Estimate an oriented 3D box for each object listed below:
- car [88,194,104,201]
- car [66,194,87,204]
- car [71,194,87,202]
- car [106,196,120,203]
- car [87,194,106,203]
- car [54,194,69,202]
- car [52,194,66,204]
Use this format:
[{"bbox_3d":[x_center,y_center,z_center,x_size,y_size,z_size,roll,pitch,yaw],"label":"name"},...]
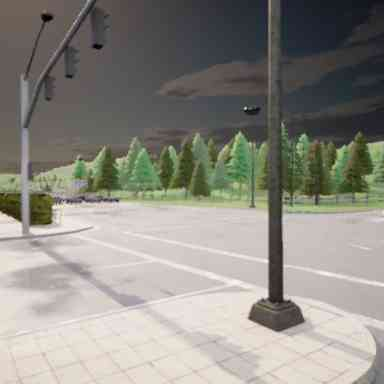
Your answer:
[{"bbox_3d":[-20.854,1.132,71.930,1.882,1.535,5.008,-1,0,-35],"label":"car"},{"bbox_3d":[-21.412,1.365,60.408,2.128,1.511,4.902,-1,0,-35],"label":"car"},{"bbox_3d":[-23.736,1.179,69.944,1.837,1.490,4.892,-1,0,-35],"label":"car"},{"bbox_3d":[-15.665,1.423,64.406,1.895,1.301,4.718,-1,0,-35],"label":"car"},{"bbox_3d":[-18.531,1.339,62.395,2.128,1.511,4.902,-1,0,-35],"label":"car"},{"bbox_3d":[-26.617,1.229,67.958,1.812,1.442,4.674,-1,0,-35],"label":"car"},{"bbox_3d":[-24.294,1.391,58.422,2.128,1.511,4.902,-1,0,-35],"label":"car"}]
